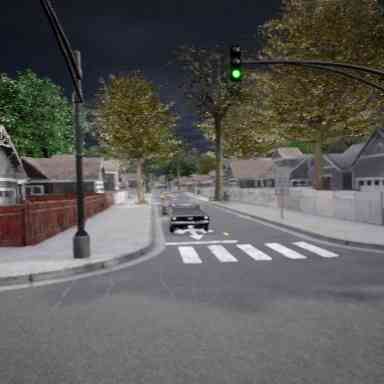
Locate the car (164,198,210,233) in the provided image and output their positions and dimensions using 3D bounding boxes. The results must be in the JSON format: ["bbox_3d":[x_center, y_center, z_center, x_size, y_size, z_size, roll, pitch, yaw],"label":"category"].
[{"bbox_3d":[-0.301,1.217,17.129,1.895,1.301,4.718,-1,1,-6],"label":"car"}]

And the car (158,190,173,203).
[{"bbox_3d":[-3.755,0.575,46.317,1.837,1.490,4.892,-1,1,-6],"label":"car"}]

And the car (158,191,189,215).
[{"bbox_3d":[-1.359,0.800,26.049,2.097,1.767,4.553,-1,1,-7],"label":"car"}]
